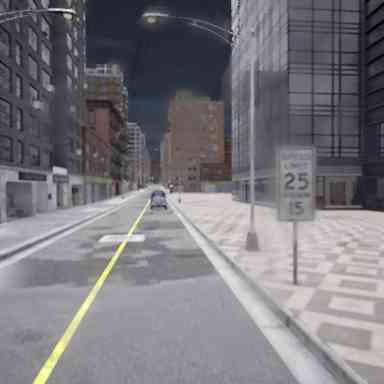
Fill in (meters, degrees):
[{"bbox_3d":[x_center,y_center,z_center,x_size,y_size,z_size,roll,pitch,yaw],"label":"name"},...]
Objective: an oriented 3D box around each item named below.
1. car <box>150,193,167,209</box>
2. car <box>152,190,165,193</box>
[{"bbox_3d":[-3.696,1.160,37.145,2.033,1.411,5.357,0,1,-6],"label":"car"},{"bbox_3d":[-4.813,0.688,47.710,2.150,2.045,5.566,0,1,-6],"label":"car"}]
